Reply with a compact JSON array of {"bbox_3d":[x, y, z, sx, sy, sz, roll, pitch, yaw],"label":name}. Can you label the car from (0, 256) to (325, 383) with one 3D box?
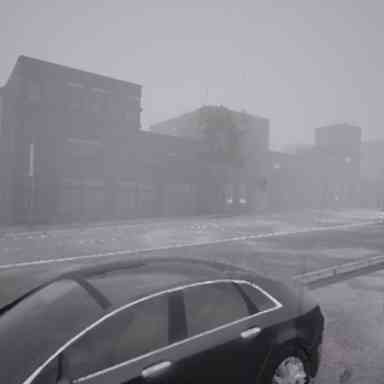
[{"bbox_3d":[-0.717,1.498,3.166,4.892,1.490,1.837,-1,0,-35],"label":"car"}]
